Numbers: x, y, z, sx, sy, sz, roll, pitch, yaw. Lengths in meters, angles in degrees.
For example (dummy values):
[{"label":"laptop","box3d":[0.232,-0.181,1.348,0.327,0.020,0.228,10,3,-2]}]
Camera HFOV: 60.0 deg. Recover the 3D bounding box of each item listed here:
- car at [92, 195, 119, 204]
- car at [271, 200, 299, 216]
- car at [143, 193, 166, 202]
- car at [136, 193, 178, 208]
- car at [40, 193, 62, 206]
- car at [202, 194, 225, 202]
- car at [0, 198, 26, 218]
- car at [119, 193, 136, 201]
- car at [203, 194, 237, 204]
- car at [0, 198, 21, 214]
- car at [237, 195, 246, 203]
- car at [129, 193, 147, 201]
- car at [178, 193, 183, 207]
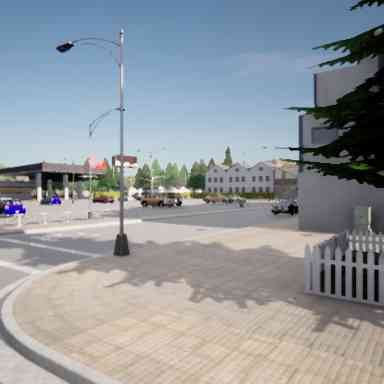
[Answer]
[{"label":"car","box3d":[-15.689,1.285,58.777,4.514,1.523,2.007,0,0,36]},{"label":"car","box3d":[9.488,1.529,32.434,2.033,1.411,5.357,0,0,36]},{"label":"car","box3d":[-7.783,1.085,68.429,4.605,1.855,1.932,0,0,36]},{"label":"car","box3d":[-4.482,1.090,42.725,4.605,1.855,1.932,0,0,36]},{"label":"car","box3d":[-21.604,1.307,50.723,3.633,1.501,1.845,0,0,36]},{"label":"car","box3d":[4.396,1.289,68.150,4.514,1.523,2.007,0,0,36]},{"label":"car","box3d":[-15.529,1.366,27.781,3.633,1.501,1.845,0,0,36]},{"label":"car","box3d":[-14.660,1.346,73.389,3.806,1.475,1.970,0,0,36]},{"label":"car","box3d":[4.425,1.146,55.661,5.027,1.636,2.152,0,0,36]},{"label":"car","box3d":[-19.775,1.374,34.558,3.806,1.475,1.970,0,0,36]},{"label":"car","box3d":[7.940,1.225,61.040,3.806,1.475,1.970,0,0,36]},{"label":"car","box3d":[-12.210,1.063,75.717,3.866,1.878,1.905,0,0,36]},{"label":"car","box3d":[-3.105,1.069,45.317,3.866,1.878,1.905,0,0,36]}]
